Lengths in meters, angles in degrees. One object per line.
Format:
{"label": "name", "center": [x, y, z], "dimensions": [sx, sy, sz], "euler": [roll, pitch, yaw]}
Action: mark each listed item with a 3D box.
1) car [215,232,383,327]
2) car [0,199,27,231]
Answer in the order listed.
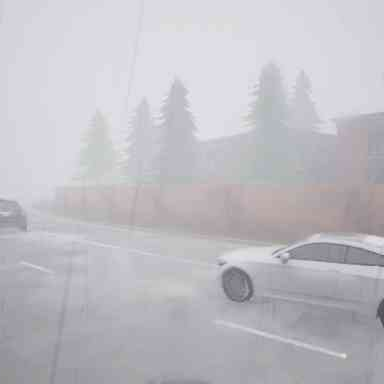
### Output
{"label": "car", "center": [2.667, 1.512, 6.435], "dimensions": [4.674, 1.442, 1.812], "euler": [1, 0, 36]}
{"label": "car", "center": [-10.818, 1.170, 18.345], "dimensions": [2.097, 1.767, 4.553], "euler": [0, 0, -44]}
